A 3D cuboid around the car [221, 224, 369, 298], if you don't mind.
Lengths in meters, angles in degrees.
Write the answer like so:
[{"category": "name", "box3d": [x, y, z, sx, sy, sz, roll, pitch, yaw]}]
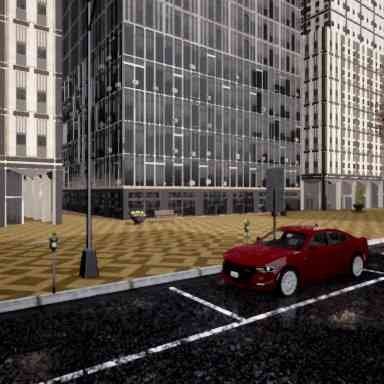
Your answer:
[{"category": "car", "box3d": [2.751, 1.544, 8.527, 4.507, 1.381, 1.887, 0, 0, -36]}]
